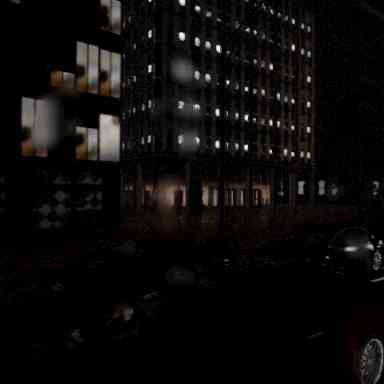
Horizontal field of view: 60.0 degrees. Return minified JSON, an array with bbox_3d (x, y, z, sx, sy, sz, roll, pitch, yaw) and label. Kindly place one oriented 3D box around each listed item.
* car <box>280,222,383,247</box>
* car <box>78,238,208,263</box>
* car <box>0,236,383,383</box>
[{"bbox_3d":[3.635,1.547,9.145,4.403,1.369,2.008,0,1,-36],"label":"car"},{"bbox_3d":[-0.958,1.565,5.868,4.313,1.339,1.947,0,1,-36],"label":"car"},{"bbox_3d":[0.441,1.525,3.683,4.674,1.442,1.812,0,0,-35],"label":"car"}]
